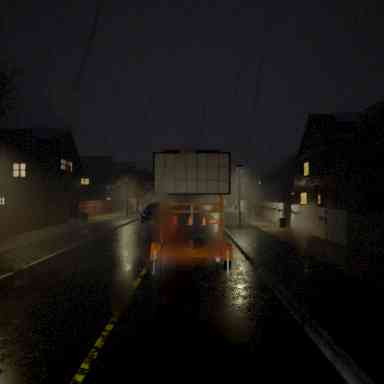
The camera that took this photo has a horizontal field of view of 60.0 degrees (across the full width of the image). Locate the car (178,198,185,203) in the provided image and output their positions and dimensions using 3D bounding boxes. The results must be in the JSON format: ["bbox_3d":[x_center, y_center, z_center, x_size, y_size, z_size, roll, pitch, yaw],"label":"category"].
[{"bbox_3d":[-2.754,2.238,90.488,1.812,1.442,4.674,0,-1,0],"label":"car"}]

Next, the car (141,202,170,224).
[{"bbox_3d":[-2.751,1.558,25.877,1.882,1.535,5.008,0,0,0],"label":"car"}]

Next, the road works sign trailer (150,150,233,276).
[{"bbox_3d":[-0.004,0.484,10.447,2.380,3.560,2.880,0,0,1],"label":"road works sign trailer"}]
